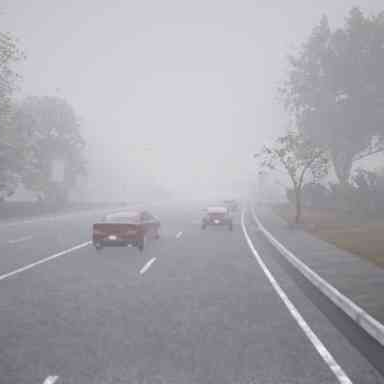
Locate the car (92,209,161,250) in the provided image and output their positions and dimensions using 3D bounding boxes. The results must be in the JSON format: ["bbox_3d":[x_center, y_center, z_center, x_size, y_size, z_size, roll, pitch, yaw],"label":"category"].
[{"bbox_3d":[-2.598,1.458,14.214,1.882,1.535,5.008,0,0,5],"label":"car"}]

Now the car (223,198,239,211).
[{"bbox_3d":[4.527,1.427,39.983,2.128,1.511,4.902,0,0,10],"label":"car"}]

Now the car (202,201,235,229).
[{"bbox_3d":[1.690,1.515,21.304,1.812,1.442,4.674,0,0,7],"label":"car"}]
